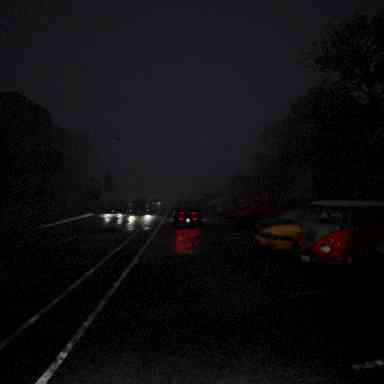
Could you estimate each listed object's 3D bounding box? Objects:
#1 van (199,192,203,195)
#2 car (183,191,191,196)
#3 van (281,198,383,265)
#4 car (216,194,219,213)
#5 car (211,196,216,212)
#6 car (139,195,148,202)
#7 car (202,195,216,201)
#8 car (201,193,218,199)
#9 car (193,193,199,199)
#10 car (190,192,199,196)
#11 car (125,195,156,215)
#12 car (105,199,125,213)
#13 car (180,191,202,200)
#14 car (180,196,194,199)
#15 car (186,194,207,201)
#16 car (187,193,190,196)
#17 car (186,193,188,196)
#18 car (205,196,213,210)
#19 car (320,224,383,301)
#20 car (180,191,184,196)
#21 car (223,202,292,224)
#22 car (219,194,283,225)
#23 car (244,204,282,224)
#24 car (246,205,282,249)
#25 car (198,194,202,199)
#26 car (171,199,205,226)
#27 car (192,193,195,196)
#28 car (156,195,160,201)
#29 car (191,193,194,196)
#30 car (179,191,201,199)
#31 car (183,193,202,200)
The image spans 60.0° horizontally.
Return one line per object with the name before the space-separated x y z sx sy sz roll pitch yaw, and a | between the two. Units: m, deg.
van | 3.760 1.212 48.429 4.442 1.987 1.878 1 0 -24
car | 1.715 1.202 72.084 5.566 2.045 2.435 1 0 -26
van | 5.126 1.232 9.744 4.442 1.987 1.878 1 0 -21
car | 4.722 1.303 27.599 4.553 1.767 2.185 1 0 -22
car | 4.640 1.429 30.572 4.892 1.521 2.231 1 0 -23
car | -11.095 1.393 76.323 2.033 1.411 5.357 0 1 -6
car | 4.188 1.428 39.480 5.008 1.535 2.097 1 0 -23
car | 3.995 1.304 42.438 4.553 1.767 2.185 1 0 -23
car | 3.239 1.446 54.299 5.008 1.535 2.097 1 0 -24
car | 2.541 1.337 63.195 4.553 1.767 2.185 1 0 -25
car | -5.108 1.303 33.650 2.097 1.767 4.553 0 0 -3
car | -8.010 1.503 35.815 2.033 1.411 5.357 0 0 -3
car | -0.306 0.920 89.776 5.566 2.045 2.435 0 2 -27
car | -1.158 1.513 41.189 1.994 1.385 4.181 0 0 -3
car | 1.052 1.273 77.971 4.553 1.767 2.185 0 1 -26
car | 2.244 1.466 66.147 5.008 1.535 2.097 1 0 -25
car | 1.983 1.466 69.105 4.892 1.521 2.231 1 1 -26
car | 4.323 1.456 36.499 4.792 1.488 2.163 1 0 -23
car | 5.267 1.508 6.820 4.674 1.452 2.002 1 0 -21
car | 0.735 1.105 80.922 5.566 2.045 2.435 0 1 -27
car | 4.865 1.472 24.635 4.674 1.452 2.002 1 0 -22
car | 4.989 1.185 21.683 5.566 2.045 2.435 1 0 -22
car | 5.120 1.486 15.729 4.674 1.452 2.002 1 0 -21
car | 5.008 1.447 12.691 5.366 1.575 1.946 1 0 -21
car | 3.853 1.432 45.408 5.008 1.535 2.097 1 0 -24
car | -0.322 1.458 22.817 1.837 1.490 4.892 0 1 -2
car | 2.995 1.451 57.267 5.008 1.535 2.097 1 0 -25
car | -8.031 1.309 73.921 1.812 1.442 4.674 0 0 -6
car | 2.931 1.456 60.307 5.366 1.575 1.946 1 0 -25
car | -0.628 0.851 92.761 5.566 2.045 2.435 0 1 -27
car | 0.103 1.115 86.862 4.553 1.767 2.185 0 2 -27
